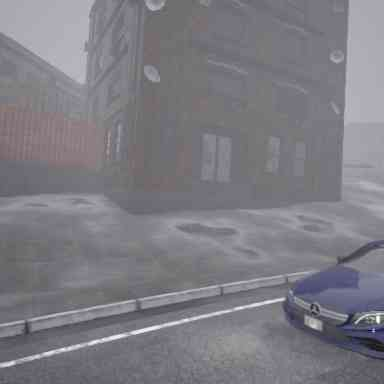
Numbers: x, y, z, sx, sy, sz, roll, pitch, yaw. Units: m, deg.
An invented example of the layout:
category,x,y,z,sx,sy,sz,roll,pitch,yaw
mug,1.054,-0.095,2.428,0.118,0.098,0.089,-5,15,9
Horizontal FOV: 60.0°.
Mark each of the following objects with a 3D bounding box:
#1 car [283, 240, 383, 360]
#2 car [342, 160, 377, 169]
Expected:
category,x,y,z,sx,sy,sz,roll,pitch,yaw
car,3.719,1.573,5.730,4.674,1.442,1.812,1,-1,-29
car,20.957,-3.267,42.376,4.553,1.767,2.185,2,-3,14
